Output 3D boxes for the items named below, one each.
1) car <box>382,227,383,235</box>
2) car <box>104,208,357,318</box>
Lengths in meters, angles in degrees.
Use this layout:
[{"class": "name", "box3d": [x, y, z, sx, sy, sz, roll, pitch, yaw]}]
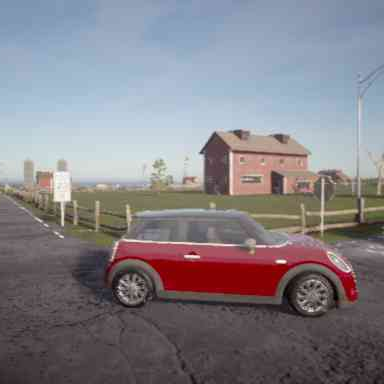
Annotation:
[{"class": "car", "box3d": [9.089, 1.029, 12.400, 4.674, 1.442, 1.812, -2, 2, -32]}, {"class": "car", "box3d": [0.694, 1.137, 6.593, 4.553, 1.767, 2.097, 0, 2, 9]}]
